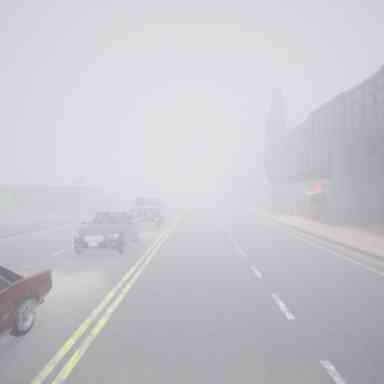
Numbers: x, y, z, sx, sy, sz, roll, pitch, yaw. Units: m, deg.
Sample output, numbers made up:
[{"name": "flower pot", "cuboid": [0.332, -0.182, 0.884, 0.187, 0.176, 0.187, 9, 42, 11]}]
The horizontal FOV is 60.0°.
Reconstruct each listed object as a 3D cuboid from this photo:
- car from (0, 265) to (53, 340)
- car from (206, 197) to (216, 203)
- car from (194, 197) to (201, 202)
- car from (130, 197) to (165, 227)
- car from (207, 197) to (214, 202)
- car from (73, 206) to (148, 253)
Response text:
[{"name": "car", "cuboid": [-3.556, 1.623, 4.011, 1.895, 1.301, 4.718, 0, 0, 1]}, {"name": "car", "cuboid": [4.860, 2.010, 81.887, 2.128, 1.511, 4.902, 0, 0, 1]}, {"name": "car", "cuboid": [1.542, 2.007, 92.382, 2.033, 1.411, 5.357, 0, 0, 1]}, {"name": "car", "cuboid": [-3.221, 1.366, 24.581, 2.150, 2.045, 5.566, 0, 0, 1]}, {"name": "car", "cuboid": [5.040, 1.991, 92.279, 1.812, 1.442, 4.674, 0, 0, 1]}, {"name": "car", "cuboid": [-3.414, 1.573, 14.084, 2.128, 1.511, 4.902, 0, 0, 1]}]
